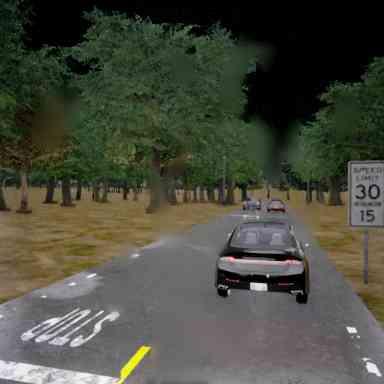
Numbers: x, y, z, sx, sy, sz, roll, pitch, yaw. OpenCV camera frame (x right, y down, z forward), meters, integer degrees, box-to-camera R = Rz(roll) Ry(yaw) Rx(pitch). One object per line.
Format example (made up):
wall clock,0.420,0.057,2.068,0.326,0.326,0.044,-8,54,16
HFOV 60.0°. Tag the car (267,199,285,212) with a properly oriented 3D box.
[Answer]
car,9.728,1.618,38.388,1.994,1.385,4.181,0,0,15

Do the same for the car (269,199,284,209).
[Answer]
car,12.224,1.680,48.033,2.033,1.411,5.357,0,-1,15

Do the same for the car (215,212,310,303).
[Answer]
car,1.812,1.485,8.316,2.128,1.511,4.902,0,0,15

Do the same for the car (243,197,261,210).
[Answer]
car,7.849,1.435,43.178,2.097,1.767,4.553,0,0,15
